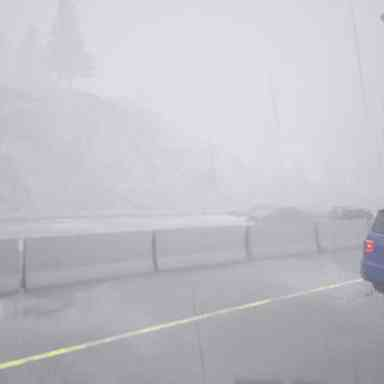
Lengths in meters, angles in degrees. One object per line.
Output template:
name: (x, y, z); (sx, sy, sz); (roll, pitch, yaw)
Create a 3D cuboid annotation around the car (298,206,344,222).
car: (9.715, 1.697, 21.791); (4.902, 1.511, 2.128); (1, 0, -27)

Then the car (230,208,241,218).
car: (6.275, 1.779, 31.850); (5.357, 1.411, 2.033); (1, 0, -27)

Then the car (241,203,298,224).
car: (6.510, 1.738, 24.120); (5.357, 1.411, 2.033); (1, 0, -28)

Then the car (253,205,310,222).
car: (7.752, 1.827, 28.664); (4.718, 1.301, 1.895); (1, 0, -27)

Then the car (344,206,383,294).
car: (6.242, 1.318, 7.643); (5.566, 2.045, 2.150); (1, 0, -31)
